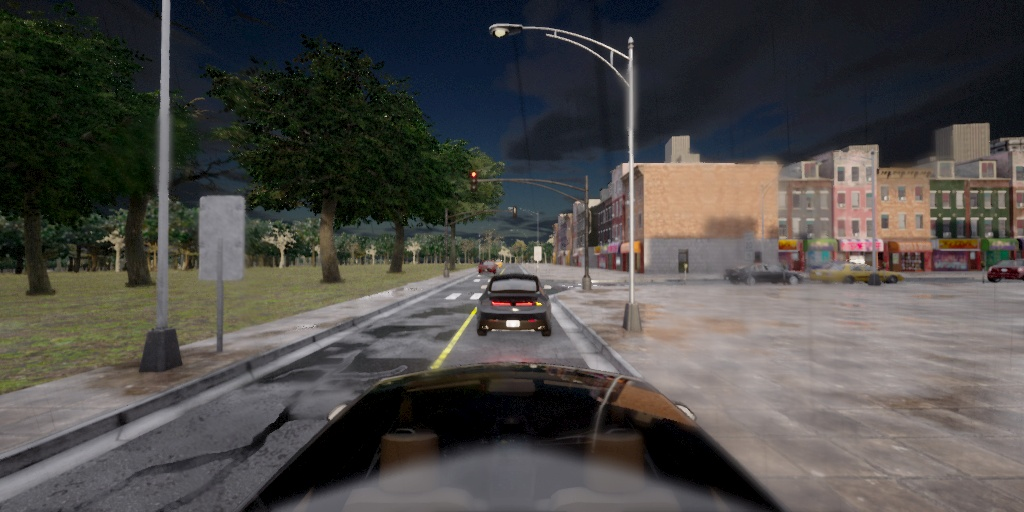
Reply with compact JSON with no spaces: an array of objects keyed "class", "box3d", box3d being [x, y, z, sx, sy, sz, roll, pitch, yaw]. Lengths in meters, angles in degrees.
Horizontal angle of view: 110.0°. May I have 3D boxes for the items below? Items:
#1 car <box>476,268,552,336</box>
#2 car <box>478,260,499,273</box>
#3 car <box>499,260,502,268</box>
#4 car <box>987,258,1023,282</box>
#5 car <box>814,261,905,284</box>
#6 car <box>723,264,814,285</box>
[{"class":"car","box3d":[0.104,1.257,10.382,1.837,1.490,4.892,0,0,2]},{"class":"car","box3d":[-2.752,1.284,40.618,1.882,1.535,5.008,0,0,0]},{"class":"car","box3d":[-2.668,1.417,61.818,1.882,1.535,5.008,0,-1,1]},{"class":"car","box3d":[32.553,0.891,22.286,4.097,1.591,1.967,0,0,0]},{"class":"car","box3d":[21.375,1.060,22.240,4.829,1.417,1.751,0,0,0]},{"class":"car","box3d":[15.531,1.130,22.216,4.403,1.370,2.007,0,0,0]}]
